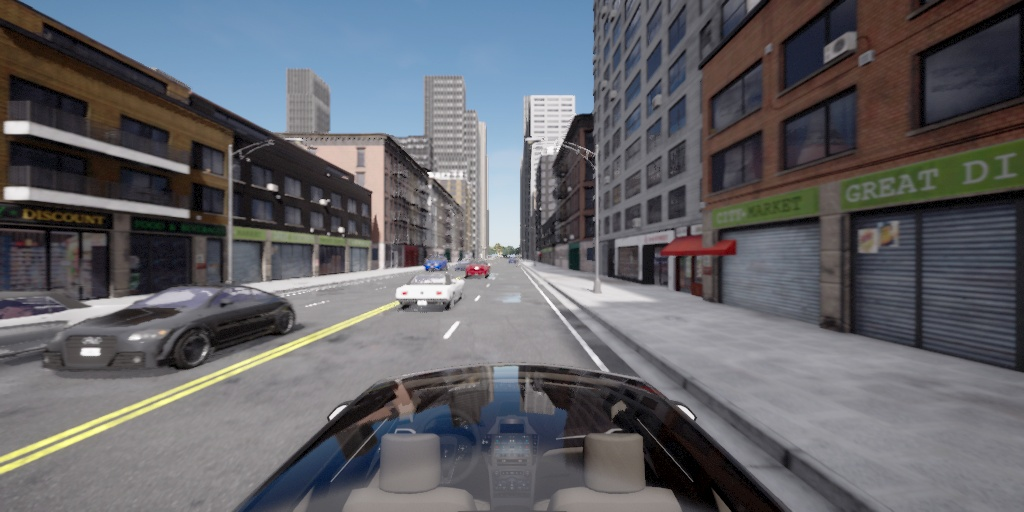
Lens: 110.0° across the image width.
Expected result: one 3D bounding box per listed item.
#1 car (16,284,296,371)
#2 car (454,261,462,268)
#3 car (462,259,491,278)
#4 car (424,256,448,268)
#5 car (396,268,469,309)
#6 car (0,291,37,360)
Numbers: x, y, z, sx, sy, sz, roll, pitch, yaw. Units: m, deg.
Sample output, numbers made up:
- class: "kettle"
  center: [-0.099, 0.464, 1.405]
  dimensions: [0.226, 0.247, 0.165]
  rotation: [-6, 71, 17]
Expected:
- class: "car"
  center: [-6.600, 1.312, 7.607]
  dimensions: [1.994, 1.385, 4.181]
  rotation: [0, 0, 0]
- class: "car"
  center: [-6.579, 1.326, 48.391]
  dimensions: [2.033, 1.411, 5.357]
  rotation: [0, 0, 0]
- class: "car"
  center: [-3.148, 1.116, 34.107]
  dimensions: [2.097, 1.767, 4.553]
  rotation: [0, 0, 0]
- class: "car"
  center: [-9.827, 0.999, 46.904]
  dimensions: [2.150, 2.045, 5.566]
  rotation: [0, 0, 0]
- class: "car"
  center: [-3.148, 1.349, 14.826]
  dimensions: [1.895, 1.301, 4.718]
  rotation: [0, 0, 0]
- class: "car"
  center: [-9.850, 1.349, 6.346]
  dimensions: [1.895, 1.301, 4.718]
  rotation: [0, 0, 0]
